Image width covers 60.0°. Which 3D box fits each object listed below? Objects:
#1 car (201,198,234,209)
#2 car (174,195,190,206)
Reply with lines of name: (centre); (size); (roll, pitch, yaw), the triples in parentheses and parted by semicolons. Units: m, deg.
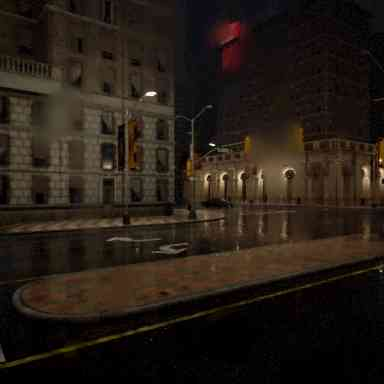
car: (3.454, 1.547, 46.941); (2.033, 1.411, 5.357); (0, 0, -36)
car: (-2.114, 1.526, 54.797); (1.812, 1.442, 4.674); (0, 0, -35)
